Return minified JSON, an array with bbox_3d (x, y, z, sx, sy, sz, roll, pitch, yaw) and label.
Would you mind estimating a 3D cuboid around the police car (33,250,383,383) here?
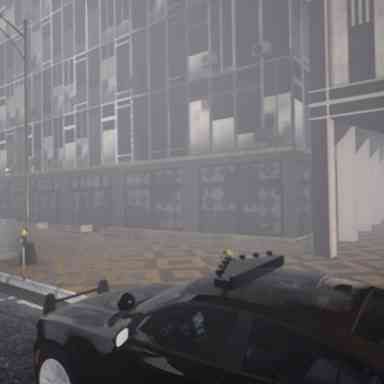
[{"bbox_3d":[0.419,1.433,3.121,5.238,1.638,1.930,0,0,36],"label":"police car"}]
